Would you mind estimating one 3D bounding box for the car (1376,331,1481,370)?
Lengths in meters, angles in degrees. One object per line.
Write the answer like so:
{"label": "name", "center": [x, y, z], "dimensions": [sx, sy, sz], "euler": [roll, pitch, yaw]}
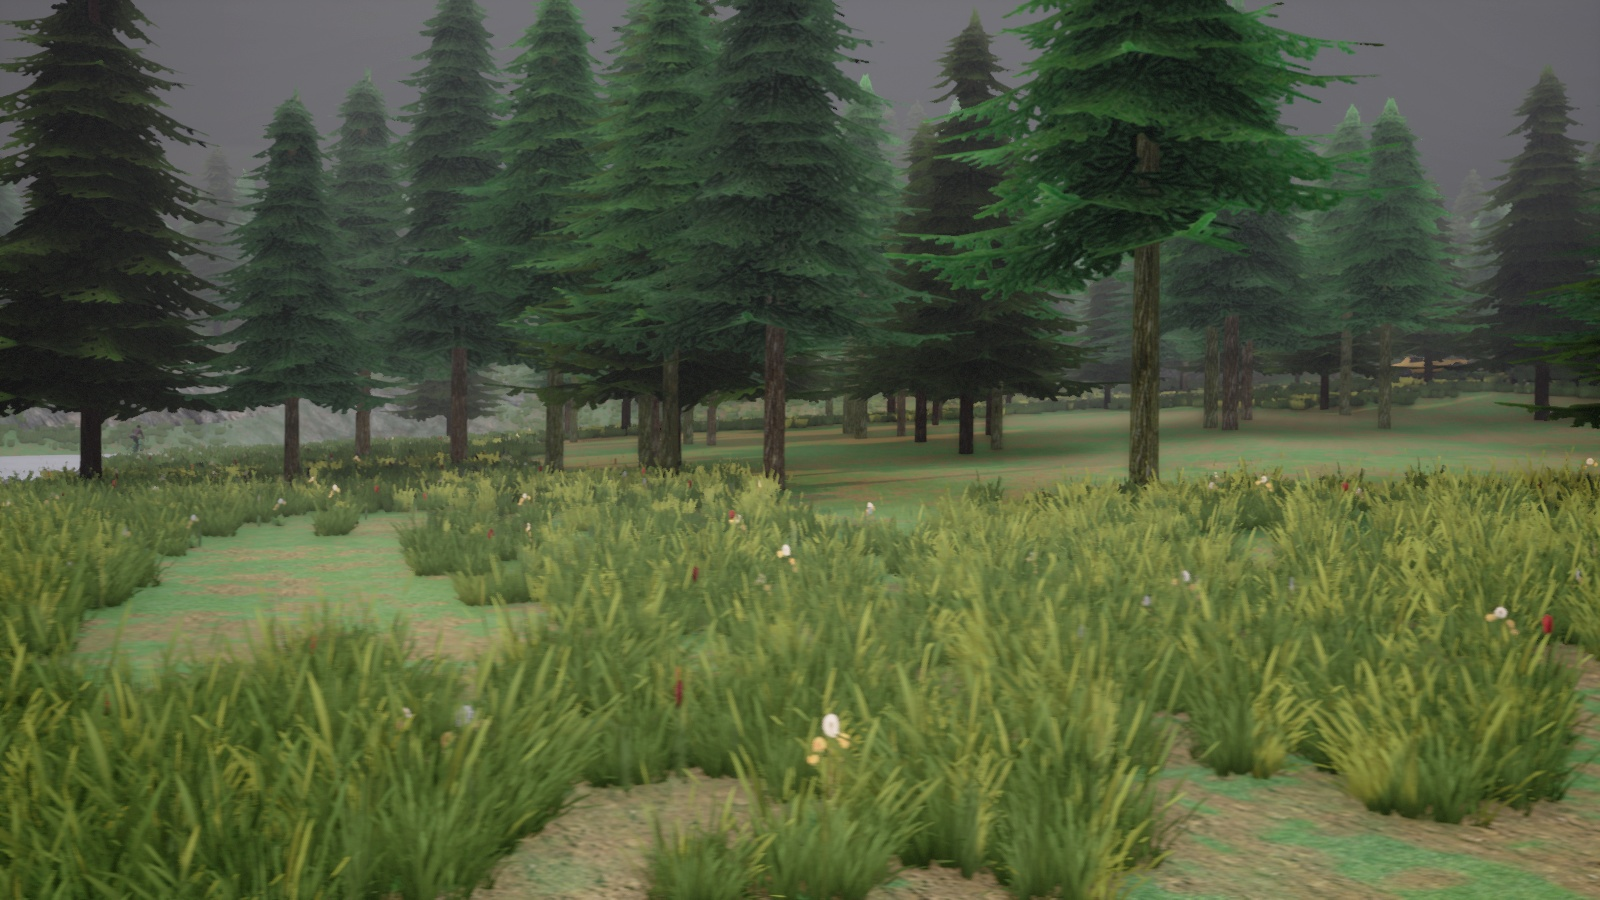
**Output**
{"label": "car", "center": [38.194, -6.023, 76.380], "dimensions": [5.366, 1.575, 1.801], "euler": [-6, -2, 35]}
